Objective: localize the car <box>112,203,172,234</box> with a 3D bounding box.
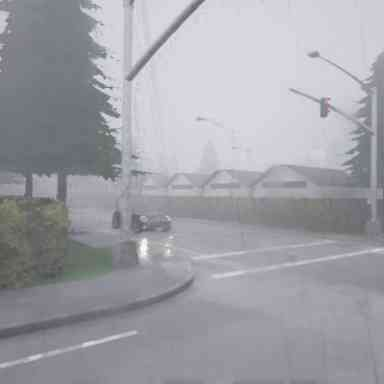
[{"bbox_3d":[-3.099,1.487,20.233,2.097,1.767,4.553,1,-1,-36],"label":"car"}]
